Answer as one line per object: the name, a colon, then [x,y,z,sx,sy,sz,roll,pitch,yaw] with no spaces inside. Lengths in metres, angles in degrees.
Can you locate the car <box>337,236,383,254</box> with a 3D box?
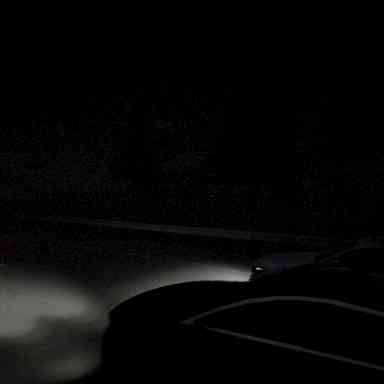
car: [3.330,1.525,5.917,4.674,1.442,1.812,0,0,36]

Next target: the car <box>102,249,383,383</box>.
car: [1.198,1.489,3.138,4.902,1.511,2.128,0,0,36]
